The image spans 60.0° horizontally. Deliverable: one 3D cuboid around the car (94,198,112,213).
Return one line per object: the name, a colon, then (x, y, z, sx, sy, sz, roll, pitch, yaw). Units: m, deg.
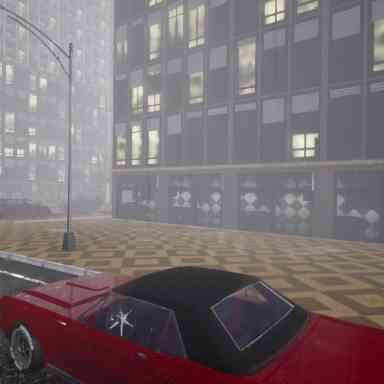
car: (-8.916, 1.828, 39.949, 1.752, 1.417, 4.829, 1, 0, 37)

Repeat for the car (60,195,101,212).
car: (-14.052, 1.424, 42.717, 2.150, 2.045, 5.566, 1, 0, 37)

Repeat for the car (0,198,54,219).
car: (-15.737, 1.517, 30.754, 2.192, 1.841, 5.009, 1, 0, 37)

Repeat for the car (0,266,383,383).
car: (-0.333, 1.600, 3.927, 4.718, 1.301, 1.895, 0, 0, 36)

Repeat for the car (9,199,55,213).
car: (-19.211, 1.641, 40.138, 1.752, 1.417, 4.829, 1, 0, 37)
